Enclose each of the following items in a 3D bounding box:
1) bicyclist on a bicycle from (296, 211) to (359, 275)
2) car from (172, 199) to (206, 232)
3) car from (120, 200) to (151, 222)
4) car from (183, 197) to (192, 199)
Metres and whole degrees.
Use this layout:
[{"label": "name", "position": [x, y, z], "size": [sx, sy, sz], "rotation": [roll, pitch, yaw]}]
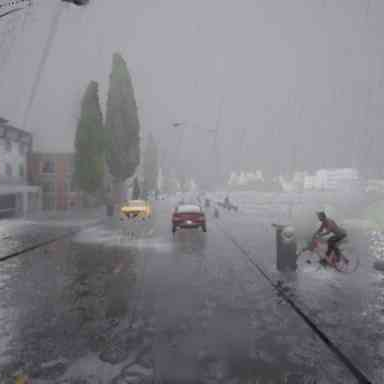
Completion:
[{"label": "bicyclist on a bicycle", "position": [3.467, 1.320, 8.525], "size": [1.656, 1.620, 0.582], "rotation": [0, 0, -1]}, {"label": "car", "position": [-0.187, 1.440, 19.984], "size": [1.882, 1.535, 5.008], "rotation": [0, 0, -1]}, {"label": "car", "position": [-4.389, 1.362, 26.404], "size": [1.882, 1.535, 5.008], "rotation": [0, 0, -1]}, {"label": "car", "position": [-0.632, 1.473, 48.391], "size": [1.994, 1.385, 4.181], "rotation": [0, 0, -1]}]
